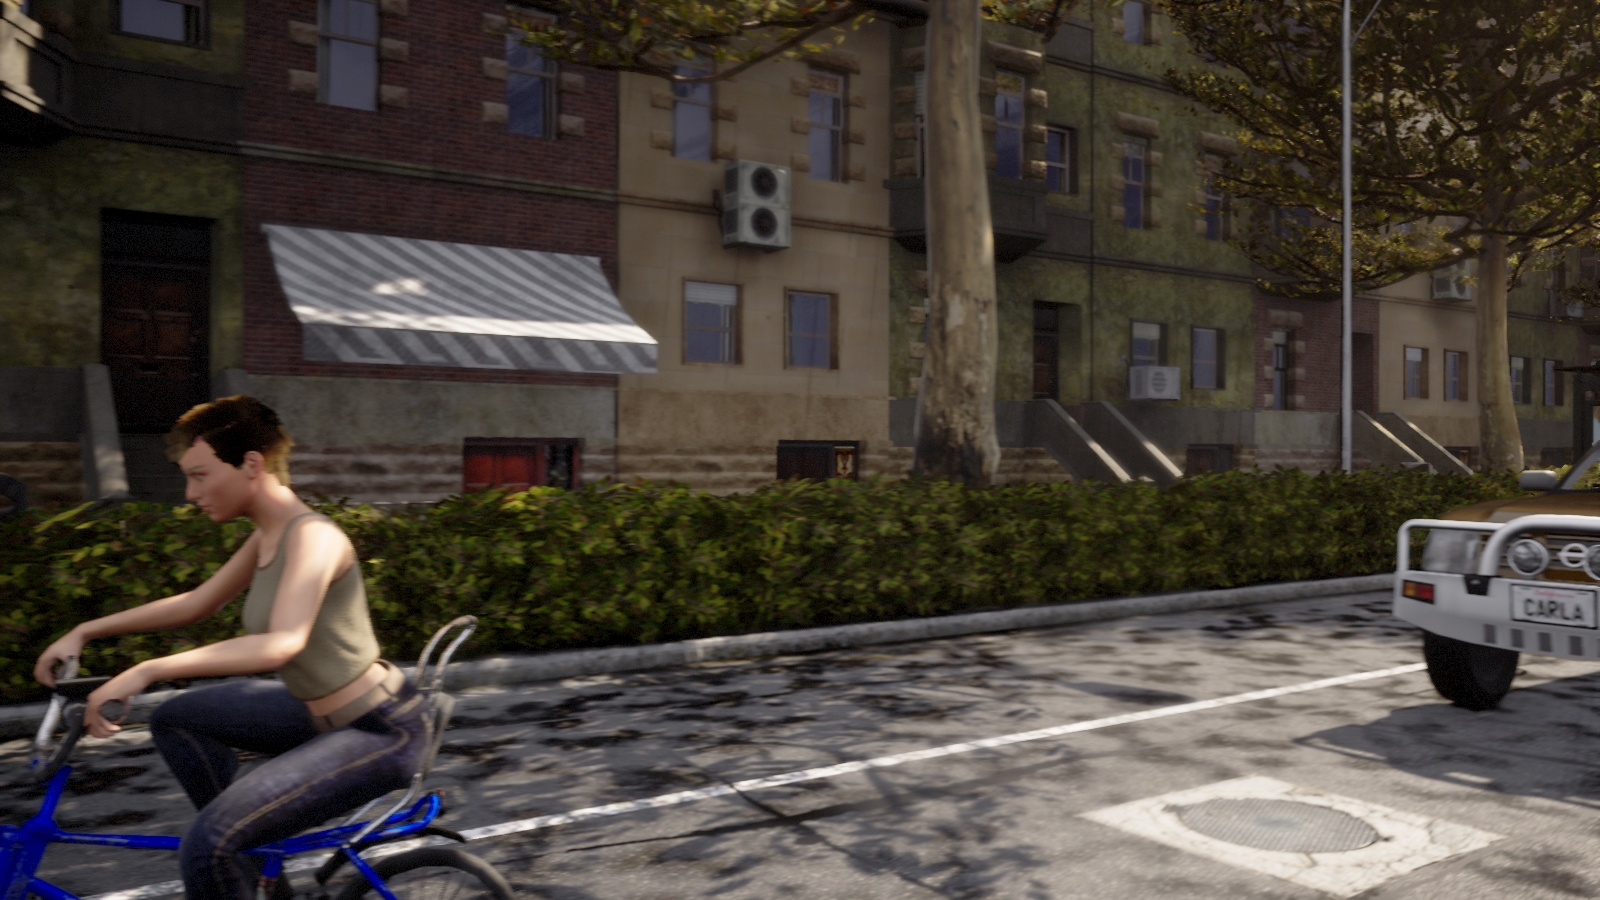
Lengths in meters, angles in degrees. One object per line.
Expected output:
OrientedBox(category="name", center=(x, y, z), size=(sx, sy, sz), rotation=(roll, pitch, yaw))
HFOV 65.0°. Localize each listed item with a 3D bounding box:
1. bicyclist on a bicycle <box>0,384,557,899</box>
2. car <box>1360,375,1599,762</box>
OrientedBox(category="bicyclist on a bicycle", center=(-1.403, 0.691, 2.674), size=(1.509, 1.612, 0.866), rotation=(-1, 0, -35))
OrientedBox(category="car", center=(5.582, 0.568, 7.543), size=(4.605, 1.855, 1.932), rotation=(0, 0, -35))
